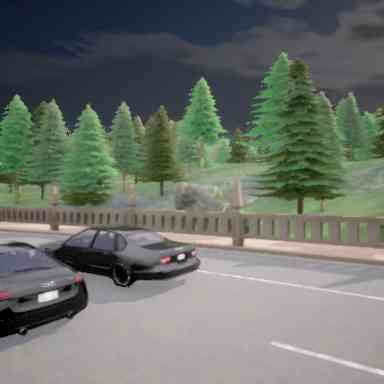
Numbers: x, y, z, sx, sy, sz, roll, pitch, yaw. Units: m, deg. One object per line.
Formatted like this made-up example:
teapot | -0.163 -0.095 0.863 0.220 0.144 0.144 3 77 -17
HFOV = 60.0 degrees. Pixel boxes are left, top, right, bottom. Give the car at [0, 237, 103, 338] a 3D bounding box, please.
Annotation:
car | -3.977 1.662 6.457 4.181 1.385 1.994 -1 -1 34

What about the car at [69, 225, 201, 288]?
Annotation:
car | -2.388 1.688 9.669 5.357 1.411 2.033 -1 -1 33
